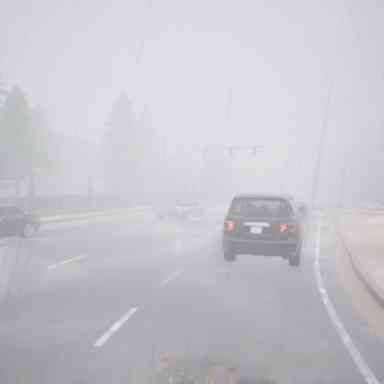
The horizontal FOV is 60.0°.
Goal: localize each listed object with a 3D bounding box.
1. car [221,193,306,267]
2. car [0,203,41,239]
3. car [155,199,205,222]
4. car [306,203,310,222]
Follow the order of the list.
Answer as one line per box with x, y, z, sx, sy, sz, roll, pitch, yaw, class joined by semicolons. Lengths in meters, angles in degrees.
2.535;1.038;11.132;2.150;2.045;5.566;1;1;19;car
-8.089;1.237;12.885;1.837;1.490;4.892;0;1;17;car
-0.694;1.196;22.906;1.895;1.301;4.718;1;1;22;car
6.921;1.114;22.681;1.882;1.535;5.008;1;1;21;car
